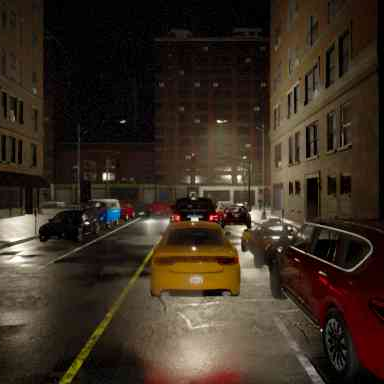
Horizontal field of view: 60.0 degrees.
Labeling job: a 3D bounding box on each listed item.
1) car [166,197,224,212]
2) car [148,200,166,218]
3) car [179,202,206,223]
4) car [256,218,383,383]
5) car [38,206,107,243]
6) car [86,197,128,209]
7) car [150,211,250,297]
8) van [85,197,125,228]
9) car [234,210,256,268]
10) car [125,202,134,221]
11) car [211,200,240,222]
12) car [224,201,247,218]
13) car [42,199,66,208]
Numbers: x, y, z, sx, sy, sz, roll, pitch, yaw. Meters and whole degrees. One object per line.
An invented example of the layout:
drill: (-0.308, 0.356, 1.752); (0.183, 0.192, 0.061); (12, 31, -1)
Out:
car: (0.096, 1.238, 16.245); (2.150, 2.045, 5.566); (0, 0, 0)
car: (-2.903, 1.517, 30.442); (1.882, 1.535, 5.008); (1, 0, -2)
car: (0.070, 1.595, 26.714); (1.994, 1.385, 4.181); (0, 0, 1)
car: (2.675, 1.318, 5.357); (2.192, 1.841, 5.009); (1, 0, 0)
car: (-5.858, 1.582, 16.320); (1.947, 1.339, 4.313); (1, 0, 0)
car: (-11.065, 1.436, 43.401); (5.008, 1.535, 1.882); (0, -1, 0)
car: (0.047, 1.484, 8.651); (1.882, 1.535, 5.008); (0, 0, -1)
van: (-5.858, 1.365, 21.803); (1.690, 1.788, 3.998); (1, 0, 0)
car: (2.670, 1.535, 11.010); (1.752, 1.417, 4.829); (1, 0, 0)
car: (-5.862, 1.577, 27.285); (1.887, 1.381, 4.507); (1, 0, 0)
car: (2.664, 1.472, 27.288); (1.967, 1.590, 4.097); (1, 0, 0)
car: (2.667, 1.464, 21.805); (1.967, 1.590, 4.097); (1, 0, 0)
car: (-17.823, 1.475, 40.186); (4.718, 1.301, 1.895); (0, -1, 0)
